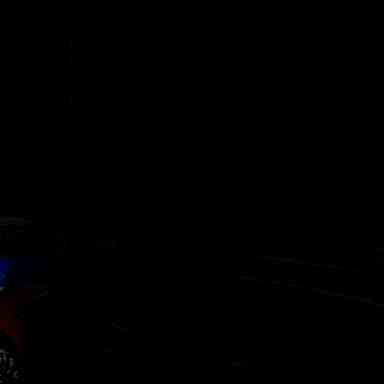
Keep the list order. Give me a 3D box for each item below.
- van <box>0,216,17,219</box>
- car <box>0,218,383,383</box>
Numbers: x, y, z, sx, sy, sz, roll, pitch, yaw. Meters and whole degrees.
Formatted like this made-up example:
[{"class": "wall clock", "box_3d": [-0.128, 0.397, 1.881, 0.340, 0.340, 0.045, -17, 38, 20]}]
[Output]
[{"class": "van", "box_3d": [-4.444, 1.292, 6.254, 3.998, 1.788, 1.690, 0, 0, 36]}, {"class": "car", "box_3d": [0.052, 1.304, 3.045, 5.009, 1.841, 2.192, 0, 0, 36]}]
